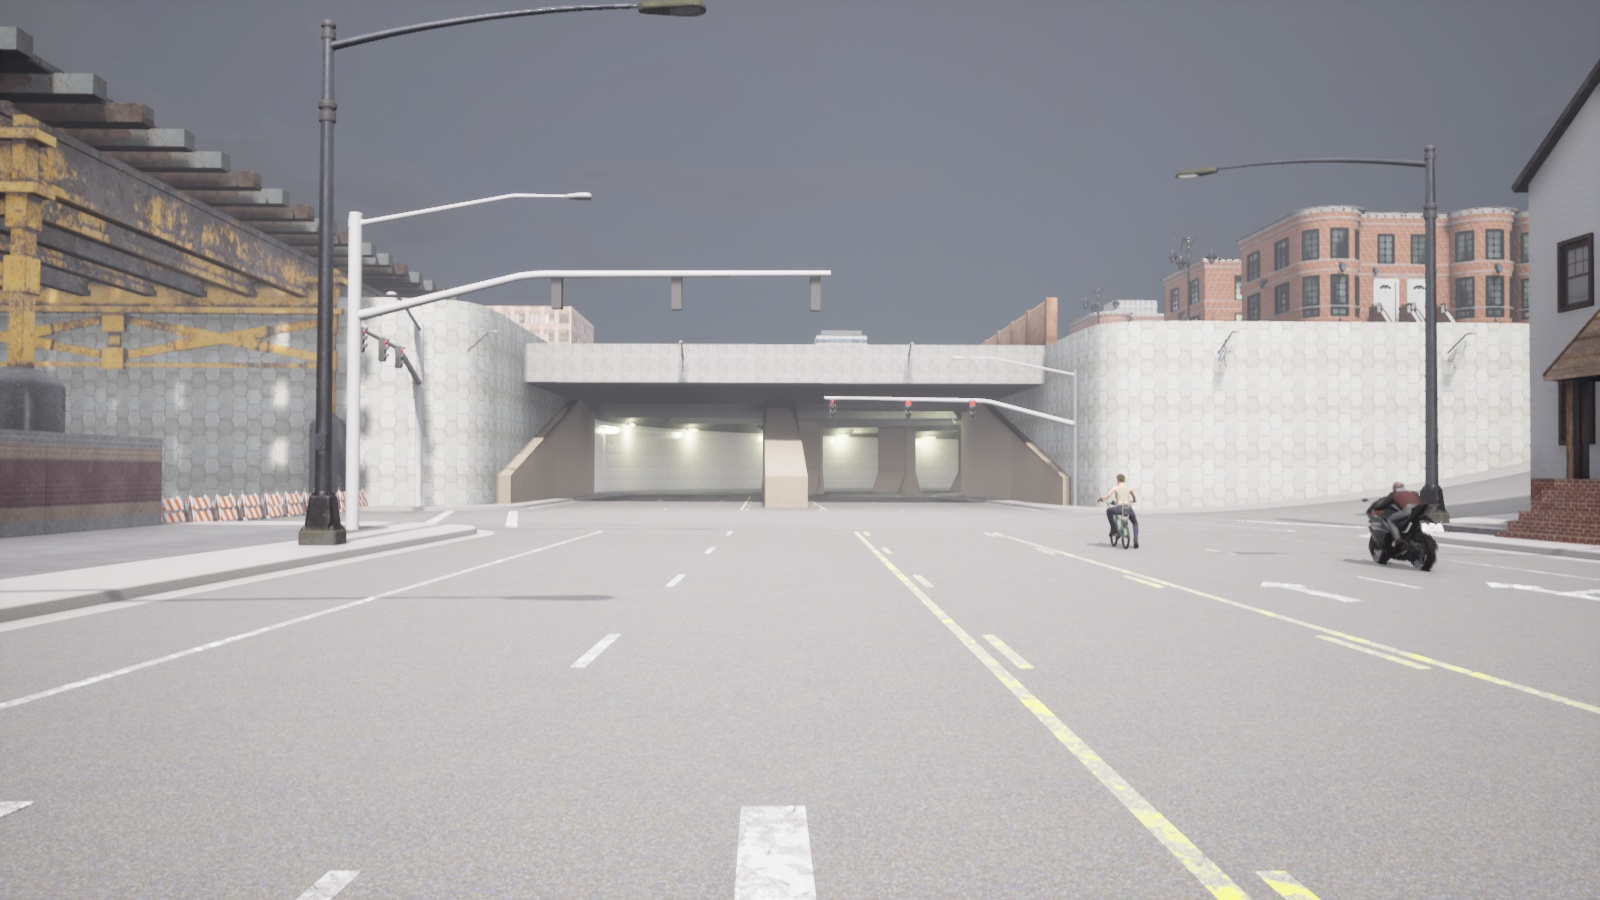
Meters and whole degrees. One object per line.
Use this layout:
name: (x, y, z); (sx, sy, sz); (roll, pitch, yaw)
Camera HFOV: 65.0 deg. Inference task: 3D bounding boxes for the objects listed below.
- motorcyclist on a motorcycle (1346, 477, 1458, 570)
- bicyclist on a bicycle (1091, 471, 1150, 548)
motorcyclist on a motorcycle: (10.437, 1.246, 21.871); (0.866, 1.530, 2.191); (0, -1, 0)
bicyclist on a bicycle: (6.927, 1.267, 27.174); (0.866, 1.612, 1.509); (0, -1, -1)
